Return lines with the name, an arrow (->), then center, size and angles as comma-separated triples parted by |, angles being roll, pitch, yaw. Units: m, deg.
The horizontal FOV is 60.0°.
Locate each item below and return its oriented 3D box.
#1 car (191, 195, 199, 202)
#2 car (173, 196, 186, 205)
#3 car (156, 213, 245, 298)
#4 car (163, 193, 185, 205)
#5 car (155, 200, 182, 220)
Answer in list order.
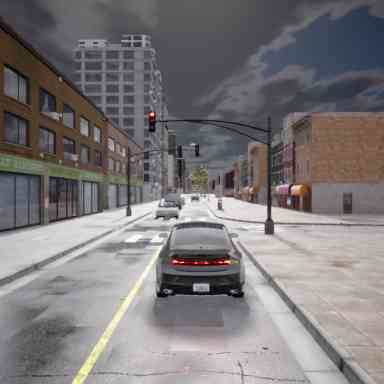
car -> 0.740, 1.466, 75.138 | 1.837, 1.490, 4.892 | 0, 0, 1
car -> -2.247, 1.477, 59.626 | 2.128, 1.511, 4.902 | 0, 0, 1
car -> 0.176, 1.505, 8.526 | 1.837, 1.490, 4.892 | 0, 0, 0
car -> -2.433, 1.217, 43.018 | 2.150, 2.045, 5.566 | 0, 0, 1
car -> -2.177, 1.602, 28.416 | 1.895, 1.301, 4.718 | 0, 0, -6
